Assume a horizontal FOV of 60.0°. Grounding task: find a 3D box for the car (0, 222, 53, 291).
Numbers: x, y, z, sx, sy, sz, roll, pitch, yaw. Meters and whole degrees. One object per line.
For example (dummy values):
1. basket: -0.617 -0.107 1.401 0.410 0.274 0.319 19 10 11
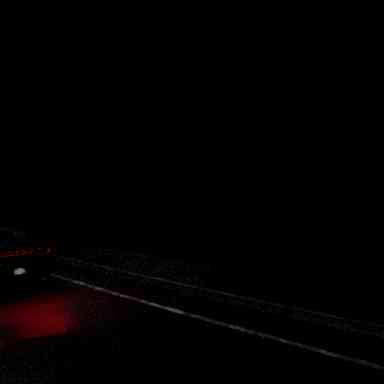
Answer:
1. car: -5.473 1.487 8.434 5.008 1.535 1.882 0 0 39
